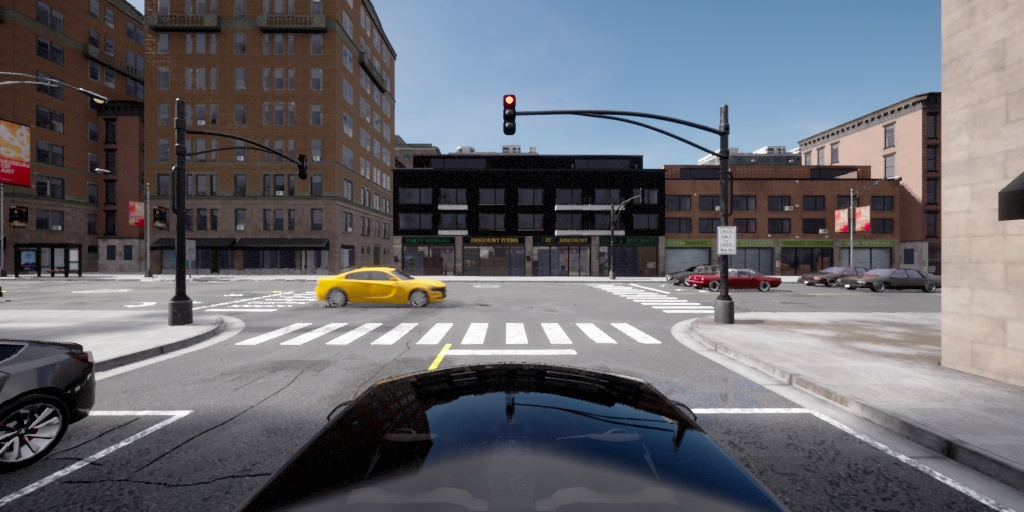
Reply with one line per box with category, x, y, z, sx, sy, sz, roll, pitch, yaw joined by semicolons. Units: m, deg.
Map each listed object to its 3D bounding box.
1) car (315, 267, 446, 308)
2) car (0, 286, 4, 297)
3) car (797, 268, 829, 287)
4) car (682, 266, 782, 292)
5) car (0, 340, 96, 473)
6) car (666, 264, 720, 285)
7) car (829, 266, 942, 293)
car;-5.159;1.209;14.413;5.008;1.535;1.882;0;0;-1
car;-23.224;1.210;14.179;4.181;1.385;1.994;0;0;-1
car;22.914;1.422;24.735;5.357;1.411;2.033;0;0;-1
car;13.079;1.424;21.355;4.718;1.301;1.895;0;0;-1
car;-5.388;1.316;2.113;1.948;1.339;4.313;0;0;0
car;13.170;1.329;24.605;4.892;1.490;1.837;0;0;-1
car;22.726;1.421;21.479;5.357;1.411;2.033;0;0;-1
